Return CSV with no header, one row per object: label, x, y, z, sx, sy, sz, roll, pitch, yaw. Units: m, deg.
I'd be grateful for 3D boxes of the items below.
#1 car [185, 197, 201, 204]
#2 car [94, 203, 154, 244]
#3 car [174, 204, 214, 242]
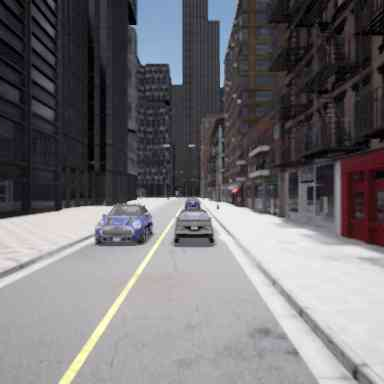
car,0.089,1.404,45.612,2.097,1.767,4.553,0,0,0
car,-3.082,1.362,15.873,2.097,1.767,4.553,0,0,0
car,0.097,1.558,16.469,2.033,1.411,5.357,0,0,0
